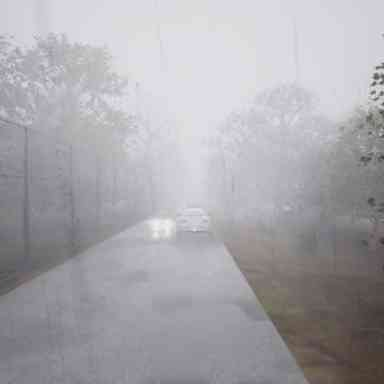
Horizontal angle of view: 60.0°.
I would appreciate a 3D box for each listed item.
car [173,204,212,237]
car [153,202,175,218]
[{"bbox_3d":[0.130,1.614,18.499,1.812,1.442,4.674,0,-1,0],"label":"car"},{"bbox_3d":[-2.720,1.764,32.780,2.128,1.511,4.902,0,-1,1],"label":"car"}]
